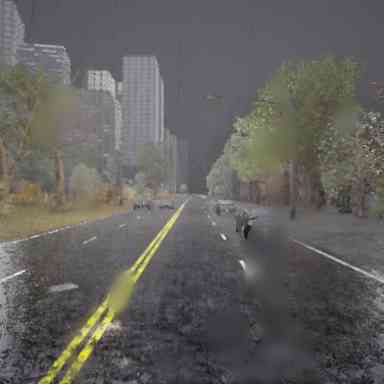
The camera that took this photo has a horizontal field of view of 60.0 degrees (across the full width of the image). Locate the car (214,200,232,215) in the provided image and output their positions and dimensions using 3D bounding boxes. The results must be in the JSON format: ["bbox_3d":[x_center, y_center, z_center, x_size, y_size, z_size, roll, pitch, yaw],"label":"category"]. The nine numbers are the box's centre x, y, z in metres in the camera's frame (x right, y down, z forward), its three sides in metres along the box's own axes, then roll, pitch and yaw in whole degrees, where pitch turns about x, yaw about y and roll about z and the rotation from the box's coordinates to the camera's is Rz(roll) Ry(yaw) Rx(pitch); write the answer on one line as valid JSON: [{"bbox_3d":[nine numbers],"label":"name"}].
[{"bbox_3d":[3.365,1.580,34.136,2.128,1.511,4.902,0,-1,0],"label":"car"}]

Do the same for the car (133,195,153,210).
[{"bbox_3d":[-6.574,1.362,45.343,2.150,2.045,5.566,0,0,0],"label":"car"}]

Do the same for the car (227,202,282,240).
[{"bbox_3d":[3.365,1.535,17.550,2.128,1.511,4.902,1,1,0],"label":"car"}]

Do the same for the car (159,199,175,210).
[{"bbox_3d":[-3.325,1.701,44.824,1.994,1.385,4.181,0,0,0],"label":"car"}]

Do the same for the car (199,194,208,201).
[{"bbox_3d":[3.386,1.699,93.305,2.128,1.511,4.902,-1,0,1],"label":"car"}]
